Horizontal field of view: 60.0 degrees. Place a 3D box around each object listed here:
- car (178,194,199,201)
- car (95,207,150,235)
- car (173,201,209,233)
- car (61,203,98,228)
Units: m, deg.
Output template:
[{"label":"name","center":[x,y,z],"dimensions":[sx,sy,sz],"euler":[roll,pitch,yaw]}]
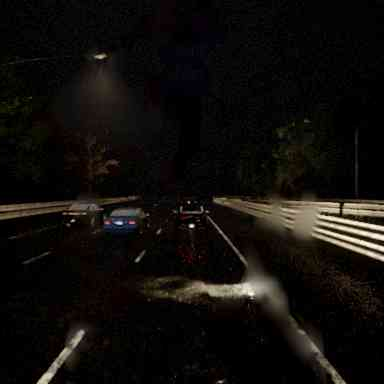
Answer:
[{"label":"car","center":[-0.407,1.239,38.342],"dimensions":[2.150,2.045,5.566],"euler":[0,0,-1]},{"label":"car","center":[-3.527,1.551,18.614],"dimensions":[2.033,1.411,5.357],"euler":[0,0,-1]},{"label":"car","center":[-0.047,1.508,19.762],"dimensions":[1.837,1.490,4.892],"euler":[0,0,-1]},{"label":"car","center":[-7.081,1.498,22.115],"dimensions":[2.128,1.511,4.902],"euler":[0,0,-1]}]
